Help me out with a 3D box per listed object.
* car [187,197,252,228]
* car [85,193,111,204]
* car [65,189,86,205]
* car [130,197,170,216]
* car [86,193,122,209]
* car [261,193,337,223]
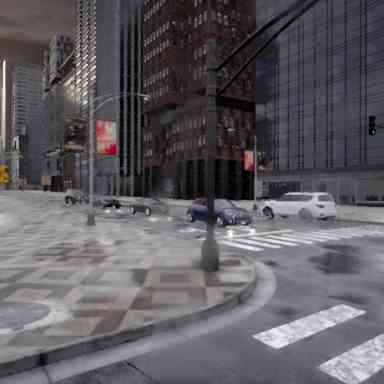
[{"bbox_3d":[1.622,1.148,20.793,2.097,1.767,4.553,0,1,-35],"label":"car"},{"bbox_3d":[-13.831,0.957,48.649,2.033,1.411,5.357,0,1,-35],"label":"car"},{"bbox_3d":[-15.755,0.636,45.484,2.150,2.045,5.566,0,1,-35],"label":"car"},{"bbox_3d":[-3.670,1.183,28.290,1.837,1.490,4.892,0,1,-35],"label":"car"},{"bbox_3d":[-9.615,1.096,36.721,2.033,1.411,5.357,0,1,-35],"label":"car"},{"bbox_3d":[7.559,1.053,23.998,2.150,2.045,5.566,0,1,-35],"label":"car"}]
